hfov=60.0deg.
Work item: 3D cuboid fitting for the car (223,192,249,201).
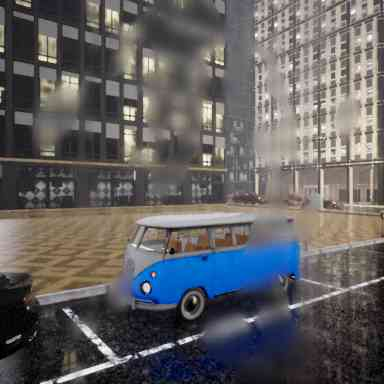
[{"bbox_3d":[7.740,0.713,58.806,1.752,1.417,4.829,1,0,-36],"label":"car"}]

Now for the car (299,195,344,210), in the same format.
[{"bbox_3d":[14.083,1.073,35.615,1.967,1.590,4.097,1,0,-36],"label":"car"}]

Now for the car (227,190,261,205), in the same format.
[{"bbox_3d":[7.582,0.733,44.669,2.192,1.841,5.009,1,0,-36],"label":"car"}]

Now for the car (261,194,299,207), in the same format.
[{"bbox_3d":[10.827,1.107,40.143,1.802,1.307,4.206,1,0,-36],"label":"car"}]

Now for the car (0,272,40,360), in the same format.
[{"bbox_3d":[-4.087,1.551,3.642,4.403,1.369,2.008,0,0,-36],"label":"car"}]

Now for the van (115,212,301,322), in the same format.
[{"bbox_3d":[0.508,1.341,6.928,3.998,1.788,1.690,0,0,-36],"label":"van"}]

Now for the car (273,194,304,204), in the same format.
[{"bbox_3d":[14.344,0.988,49.609,1.802,1.307,4.206,1,0,-36],"label":"car"}]
